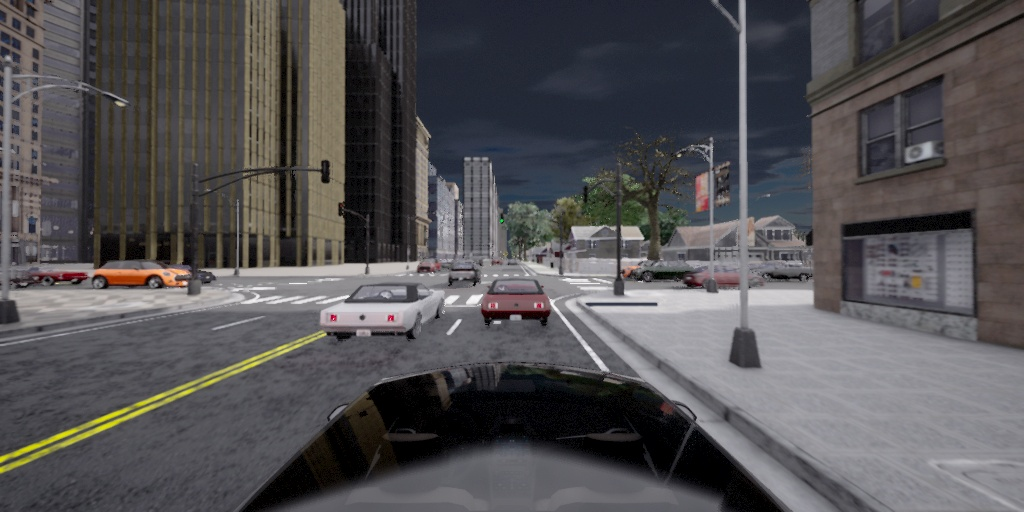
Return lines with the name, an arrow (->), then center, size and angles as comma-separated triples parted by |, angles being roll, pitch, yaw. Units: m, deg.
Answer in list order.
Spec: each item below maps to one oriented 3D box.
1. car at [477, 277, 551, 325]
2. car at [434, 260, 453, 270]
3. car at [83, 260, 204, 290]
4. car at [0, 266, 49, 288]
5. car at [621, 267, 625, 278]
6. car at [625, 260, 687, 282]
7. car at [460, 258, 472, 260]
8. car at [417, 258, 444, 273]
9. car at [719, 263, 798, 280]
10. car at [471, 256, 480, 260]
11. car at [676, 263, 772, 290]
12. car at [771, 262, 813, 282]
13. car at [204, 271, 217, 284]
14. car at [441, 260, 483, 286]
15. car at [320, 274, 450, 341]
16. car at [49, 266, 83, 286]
car -> 0.111, 1.340, 11.710 | 1.895, 1.301, 4.718 | 0, 0, 0
car -> -9.771, 1.259, 51.264 | 1.994, 1.385, 4.181 | 0, 0, 0
car -> -21.468, 1.032, 21.066 | 4.553, 1.767, 2.097 | 0, -1, -2
car -> -30.921, 1.227, 20.582 | 5.357, 1.411, 2.033 | 0, -1, -4
car -> 11.779, 1.125, 31.155 | 4.553, 1.767, 2.097 | 0, -1, 1
car -> 11.642, 1.096, 27.905 | 4.553, 1.767, 2.097 | 0, -1, 0
car -> -6.533, 1.208, 44.443 | 1.837, 1.490, 4.892 | 0, 0, 0
car -> -9.790, 1.057, 42.630 | 2.097, 1.767, 4.553 | 0, 0, 0
car -> 21.249, 1.323, 31.081 | 5.357, 1.411, 2.033 | 0, -1, 0
car -> -6.493, 1.197, 54.582 | 1.837, 1.490, 4.892 | 0, 0, 1
car -> 12.287, 1.245, 20.954 | 4.181, 1.385, 1.994 | 0, -1, -3
car -> 20.599, 1.238, 27.835 | 4.902, 1.511, 2.128 | 0, -1, 1
car -> -22.668, 1.274, 24.295 | 4.181, 1.385, 1.994 | 0, -1, -3
car -> -3.126, 1.205, 24.475 | 2.128, 1.511, 4.902 | 0, 0, 0
car -> -3.140, 1.341, 9.830 | 1.895, 1.301, 4.718 | 0, 0, 0
car -> -31.415, 1.309, 23.799 | 4.718, 1.301, 1.895 | 0, -1, -4
